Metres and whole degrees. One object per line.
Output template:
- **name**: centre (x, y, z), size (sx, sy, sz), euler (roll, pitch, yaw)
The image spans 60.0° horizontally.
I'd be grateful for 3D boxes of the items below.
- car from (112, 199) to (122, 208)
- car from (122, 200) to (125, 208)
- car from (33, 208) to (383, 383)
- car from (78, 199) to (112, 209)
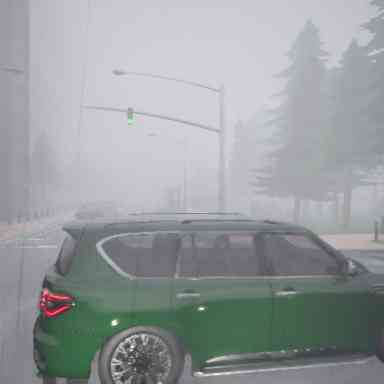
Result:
- **car**: centre (-8.957, 1.560, 35.318), size (2.128, 1.511, 4.902), euler (0, 0, -8)
- **car**: centre (-10.607, 1.641, 47.287), size (2.033, 1.411, 5.357), euler (0, 0, -8)
- **car**: centre (0.798, 1.347, 4.766), size (5.566, 2.045, 2.150), euler (0, 0, -10)
- **car**: centre (-7.560, 1.526, 25.487), size (1.882, 1.535, 5.008), euler (0, 0, -8)
